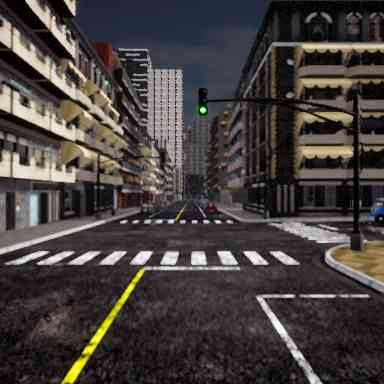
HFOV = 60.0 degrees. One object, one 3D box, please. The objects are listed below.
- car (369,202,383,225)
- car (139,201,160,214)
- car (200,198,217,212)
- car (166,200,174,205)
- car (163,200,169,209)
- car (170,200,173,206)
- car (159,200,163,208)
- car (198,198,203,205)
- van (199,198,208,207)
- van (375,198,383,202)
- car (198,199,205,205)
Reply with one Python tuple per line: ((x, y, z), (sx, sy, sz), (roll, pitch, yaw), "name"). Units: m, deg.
((14.728, 1.587, 22.514), (4.181, 1.385, 1.994), (-1, 0, -1), "car")
((-5.739, 2.121, 42.981), (2.008, 1.369, 4.403), (-1, -1, 0), "car")
((2.635, 2.085, 48.512), (1.967, 1.590, 4.097), (-1, -1, 0), "car")
((-5.782, 2.767, 87.199), (1.802, 1.307, 4.206), (-1, -1, 0), "car")
((-5.757, 2.238, 59.564), (1.967, 1.590, 4.097), (-1, -1, 0), "car")
((-5.772, 2.552, 75.975), (1.752, 1.417, 4.829), (-1, -1, 0), "car")
((-5.745, 2.212, 48.507), (1.947, 1.339, 4.313), (-1, -1, 0), "car")
((2.620, 2.424, 65.093), (2.008, 1.369, 4.403), (-1, -1, 0), "car")
((2.607, 2.369, 76.150), (1.690, 1.788, 3.998), (-1, -1, 0), "van")
((15.617, 1.362, 25.104), (3.998, 1.788, 1.690), (-1, 1, -1), "van")
((2.592, 2.808, 92.730), (1.887, 1.381, 4.507), (-1, -1, 0), "car")
